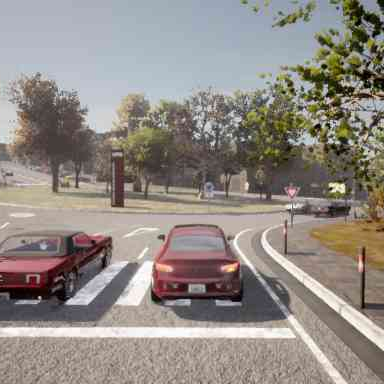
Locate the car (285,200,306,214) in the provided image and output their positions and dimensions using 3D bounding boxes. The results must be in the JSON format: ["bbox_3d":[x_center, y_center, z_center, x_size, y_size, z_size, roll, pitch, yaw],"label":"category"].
[{"bbox_3d":[11.705,1.478,34.604,1.895,1.301,4.718,2,3,45],"label":"car"}]

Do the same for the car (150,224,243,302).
[{"bbox_3d":[0.105,1.498,8.074,1.812,1.442,4.674,0,0,0],"label":"car"}]

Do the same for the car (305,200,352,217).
[{"bbox_3d":[13.283,1.515,31.628,5.357,1.411,2.033,-2,2,-43],"label":"car"}]

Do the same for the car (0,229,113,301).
[{"bbox_3d":[-3.370,1.572,8.190,1.895,1.301,4.718,0,0,1],"label":"car"}]
